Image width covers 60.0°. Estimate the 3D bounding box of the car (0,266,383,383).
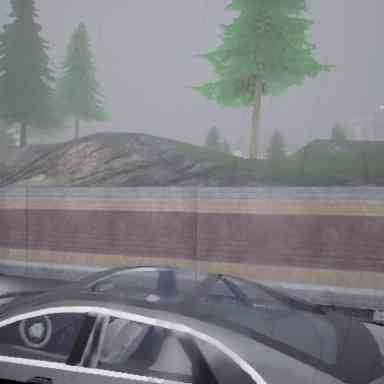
[{"bbox_3d":[-0.689,1.490,2.982,4.902,1.511,2.128,0,0,18],"label":"car"}]
